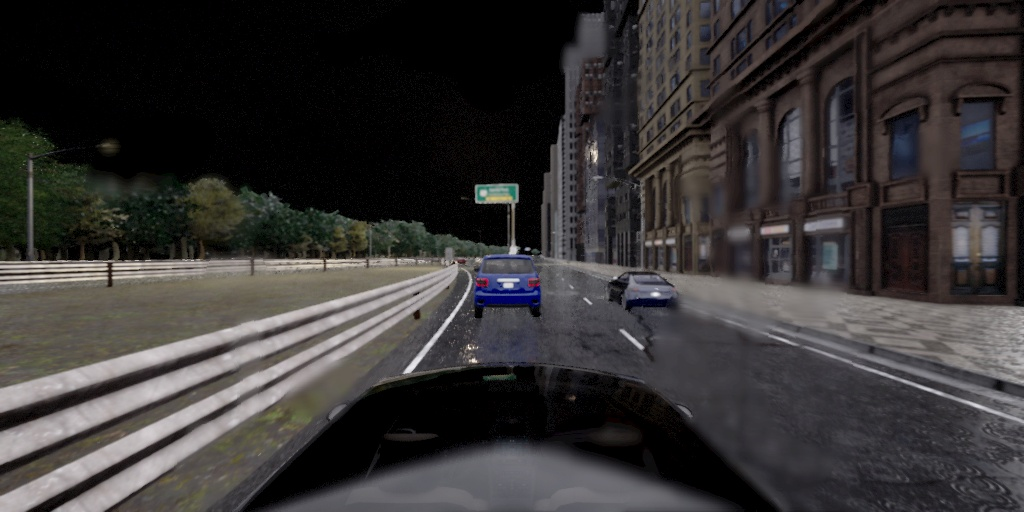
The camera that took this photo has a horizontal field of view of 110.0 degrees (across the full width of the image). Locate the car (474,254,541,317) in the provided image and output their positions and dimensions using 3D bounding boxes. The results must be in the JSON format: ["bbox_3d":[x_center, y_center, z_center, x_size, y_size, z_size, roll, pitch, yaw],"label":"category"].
[{"bbox_3d":[-0.236,0.971,13.344,2.150,2.045,5.566,0,0,-3],"label":"car"}]

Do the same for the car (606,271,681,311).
[{"bbox_3d":[5.097,1.297,14.395,1.994,1.385,4.181,0,0,4],"label":"car"}]
